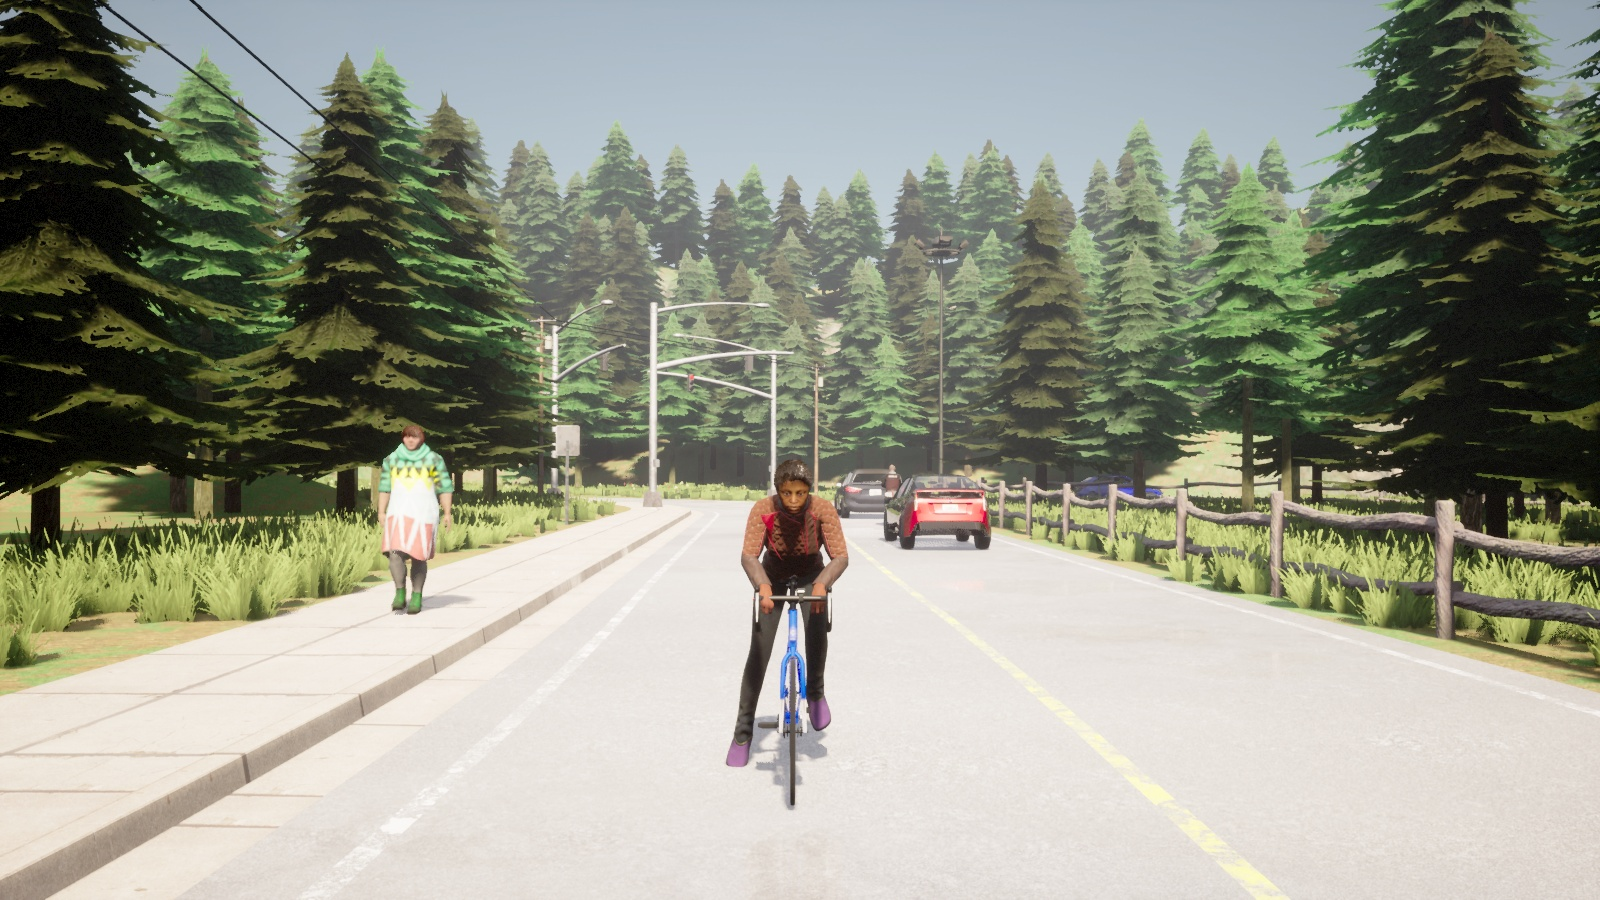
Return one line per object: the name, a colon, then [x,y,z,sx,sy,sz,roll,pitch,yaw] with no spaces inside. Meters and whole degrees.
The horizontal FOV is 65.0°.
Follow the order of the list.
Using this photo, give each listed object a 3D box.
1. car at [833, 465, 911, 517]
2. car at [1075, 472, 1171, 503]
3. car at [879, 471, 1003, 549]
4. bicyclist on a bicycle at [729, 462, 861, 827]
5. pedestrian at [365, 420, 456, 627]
car: [2.401,1.381,43.205,2.242,1.667,4.611,0,-1,-2]
car: [15.644,1.822,60.988,4.193,1.474,1.816,0,-1,1]
car: [2.901,1.207,26.798,2.007,1.525,4.514,0,-1,-2]
bicyclist on a bicycle: [-0.030,0.875,6.417,0.582,1.620,1.656,0,-1,-1]
pedestrian: [-3.800,0.695,12.296,0.659,1.952,0.873,0,-1,-4]
